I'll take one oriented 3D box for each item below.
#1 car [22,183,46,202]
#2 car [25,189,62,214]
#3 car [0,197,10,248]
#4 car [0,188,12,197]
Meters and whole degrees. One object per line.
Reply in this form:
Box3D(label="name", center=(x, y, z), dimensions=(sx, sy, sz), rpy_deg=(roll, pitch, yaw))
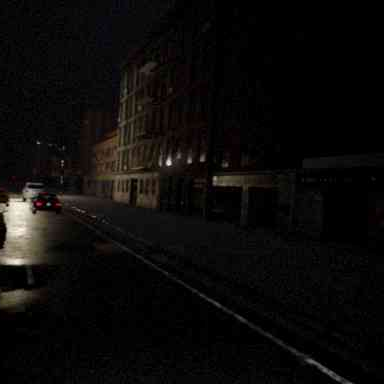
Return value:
Box3D(label="car", center=(-17.559, -0.005, 36.968), dimensions=(2.150, 2.045, 5.566), rpy_deg=(3, 1, -28))
Box3D(label="car", center=(-10.746, 0.787, 24.369), dimensions=(2.033, 1.411, 5.357), rpy_deg=(3, 0, -29))
Box3D(label="car", center=(-7.560, 1.047, 11.663), dimensions=(1.994, 1.385, 4.181), rpy_deg=(3, 0, -28))
Box3D(label="car", center=(-16.280, 0.360, 27.841), dimensions=(1.882, 1.535, 5.008), rpy_deg=(3, 0, -28))
